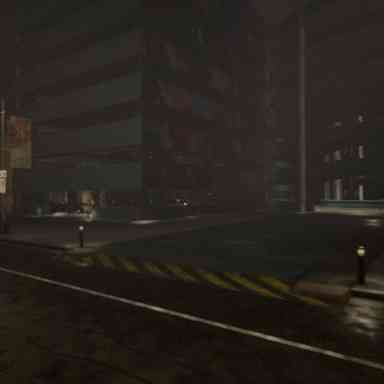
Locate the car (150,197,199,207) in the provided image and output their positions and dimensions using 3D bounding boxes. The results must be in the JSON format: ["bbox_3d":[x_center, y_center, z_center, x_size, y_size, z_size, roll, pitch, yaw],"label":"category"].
[{"bbox_3d":[-1.991,1.498,34.019,4.674,1.452,2.002,-1,0,35],"label":"car"}]

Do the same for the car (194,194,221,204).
[{"bbox_3d":[2.699,1.313,62.517,5.566,2.045,2.435,-1,0,35],"label":"car"}]

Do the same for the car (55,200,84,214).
[{"bbox_3d":[-14.329,1.695,37.694,4.786,1.482,2.161,-1,0,35],"label":"car"}]

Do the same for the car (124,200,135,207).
[{"bbox_3d":[-7.294,1.741,46.927,4.718,1.301,1.895,-1,0,35],"label":"car"}]
